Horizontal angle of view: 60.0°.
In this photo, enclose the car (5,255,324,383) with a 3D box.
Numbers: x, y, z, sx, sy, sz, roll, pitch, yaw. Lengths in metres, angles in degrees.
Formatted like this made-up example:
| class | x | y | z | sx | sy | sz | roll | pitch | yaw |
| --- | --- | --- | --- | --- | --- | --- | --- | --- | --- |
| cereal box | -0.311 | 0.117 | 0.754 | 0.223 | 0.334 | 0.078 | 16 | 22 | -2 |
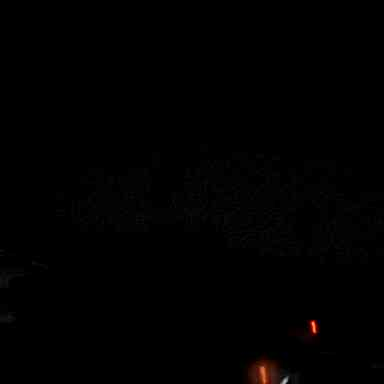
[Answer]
| class | x | y | z | sx | sy | sz | roll | pitch | yaw |
| --- | --- | --- | --- | --- | --- | --- | --- | --- | --- |
| car | -0.786 | 1.613 | 4.792 | 4.718 | 1.301 | 1.895 | 0 | 0 | 38 |
